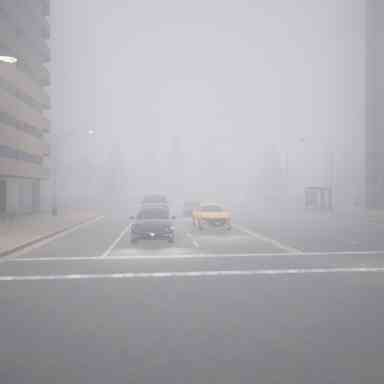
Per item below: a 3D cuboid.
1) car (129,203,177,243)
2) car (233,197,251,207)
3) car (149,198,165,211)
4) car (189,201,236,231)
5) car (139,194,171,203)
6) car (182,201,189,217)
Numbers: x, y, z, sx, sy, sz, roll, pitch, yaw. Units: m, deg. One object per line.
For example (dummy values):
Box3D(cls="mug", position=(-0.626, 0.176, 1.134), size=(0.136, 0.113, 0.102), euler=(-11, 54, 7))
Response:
Box3D(cls="car", position=(-1.879, 1.503, 16.073), size=(1.837, 1.490, 4.892), euler=(0, 0, -6))
Box3D(cls="car", position=(7.361, 1.507, 49.504), size=(1.812, 1.442, 4.674), euler=(0, 0, 25))
Box3D(cls="car", position=(-4.408, 1.511, 41.566), size=(1.882, 1.535, 5.008), euler=(0, 0, -6))
Box3D(cls="car", position=(1.138, 1.475, 20.968), size=(1.882, 1.535, 5.008), euler=(0, 0, -6))
Box3D(cls="car", position=(-2.916, 1.214, 26.200), size=(2.150, 2.045, 5.566), euler=(0, 1, -6))
Box3D(cls="car", position=(0.093, 1.543, 31.196), size=(2.033, 1.411, 5.357), euler=(0, 0, -6))
